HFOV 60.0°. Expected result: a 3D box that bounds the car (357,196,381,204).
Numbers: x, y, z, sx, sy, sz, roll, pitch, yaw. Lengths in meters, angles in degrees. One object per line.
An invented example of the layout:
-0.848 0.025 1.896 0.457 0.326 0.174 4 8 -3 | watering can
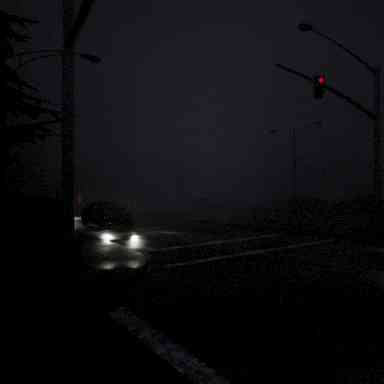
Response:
35.780 1.571 67.184 1.970 1.475 3.806 0 0 -35 | car

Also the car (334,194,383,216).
15.350 1.164 30.663 1.905 1.878 3.866 0 0 -35 | car

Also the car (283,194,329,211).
13.509 1.207 38.988 1.932 1.855 4.605 0 0 -35 | car

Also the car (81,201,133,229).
-5.332 1.346 20.579 1.882 1.535 5.008 0 0 -35 | car

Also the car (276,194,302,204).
18.670 1.277 64.384 1.932 1.855 4.605 0 0 -35 | car

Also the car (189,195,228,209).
2.070 1.420 43.179 2.007 1.523 4.514 0 0 -35 | car

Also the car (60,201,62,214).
-12.612 1.389 31.002 2.128 1.511 4.902 0 0 -35 | car

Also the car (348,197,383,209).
24.104 1.426 45.576 2.007 1.523 4.514 0 0 -35 | car

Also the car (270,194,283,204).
16.532 1.252 62.375 1.905 1.878 3.866 0 0 -35 | car

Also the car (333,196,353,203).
33.946 1.582 74.968 1.845 1.501 3.633 0 0 -35 | car

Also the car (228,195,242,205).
6.069 1.308 55.010 2.152 1.636 5.027 0 0 -35 | car
